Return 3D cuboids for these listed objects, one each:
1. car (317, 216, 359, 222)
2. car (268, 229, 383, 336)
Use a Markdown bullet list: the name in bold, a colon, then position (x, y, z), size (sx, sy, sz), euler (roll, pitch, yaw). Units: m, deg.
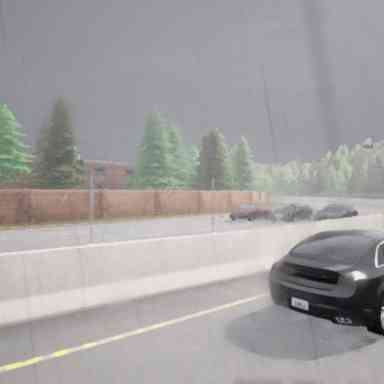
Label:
- **car**: position (9.885, 1.587, 22.644), size (1.837, 1.490, 4.892), euler (0, -1, 42)
- **car**: position (3.581, 1.528, 6.823), size (4.892, 1.490, 1.837), euler (0, 0, -40)
